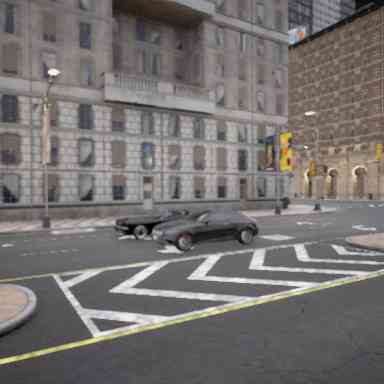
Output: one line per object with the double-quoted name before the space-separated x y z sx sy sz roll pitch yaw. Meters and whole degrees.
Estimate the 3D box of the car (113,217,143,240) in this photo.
"car" -1.390 1.482 16.402 4.718 1.301 1.895 -1 1 -30

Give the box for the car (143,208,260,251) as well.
"car" 0.645 1.416 13.536 4.674 1.442 1.812 -1 1 -30
